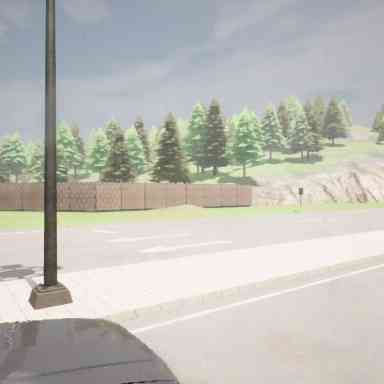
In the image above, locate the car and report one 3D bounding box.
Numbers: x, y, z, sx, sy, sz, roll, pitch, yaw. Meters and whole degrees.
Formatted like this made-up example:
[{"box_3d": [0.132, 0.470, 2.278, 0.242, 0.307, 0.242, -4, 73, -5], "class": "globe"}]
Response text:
[{"box_3d": [-2.624, 1.548, 1.884, 5.357, 1.411, 2.033, 0, 0, -35], "class": "car"}]
